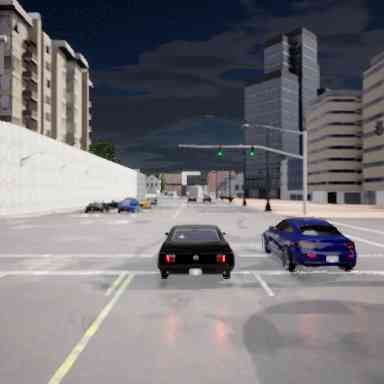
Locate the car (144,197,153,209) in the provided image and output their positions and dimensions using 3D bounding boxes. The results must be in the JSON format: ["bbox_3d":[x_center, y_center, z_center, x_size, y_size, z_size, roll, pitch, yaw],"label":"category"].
[{"bbox_3d":[-7.080,1.568,47.227,1.882,1.535,5.008,0,0,0],"label":"car"}]

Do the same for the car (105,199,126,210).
[{"bbox_3d":[-10.587,1.690,46.242,1.895,1.301,4.718,0,0,0],"label":"car"}]

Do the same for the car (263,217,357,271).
[{"bbox_3d":[3.597,1.546,10.816,1.812,1.442,4.674,0,0,0],"label":"car"}]

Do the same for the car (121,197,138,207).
[{"bbox_3d":[-10.549,1.613,56.394,1.837,1.490,4.892,0,0,1],"label":"car"}]

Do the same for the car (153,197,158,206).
[{"bbox_3d":[-7.039,1.602,57.664,2.128,1.511,4.902,0,0,1],"label":"car"}]

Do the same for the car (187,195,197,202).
[{"bbox_3d":[0.008,1.505,78.015,2.097,1.767,4.553,0,0,0],"label":"car"}]

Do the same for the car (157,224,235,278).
[{"bbox_3d":[0.096,1.620,10.150,1.895,1.301,4.718,0,0,0],"label":"car"}]

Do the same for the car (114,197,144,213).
[{"bbox_3d":[-7.088,1.550,37.769,1.882,1.535,5.008,0,0,0],"label":"car"}]

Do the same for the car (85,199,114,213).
[{"bbox_3d":[-10.588,1.636,37.483,1.994,1.385,4.181,0,0,0],"label":"car"}]

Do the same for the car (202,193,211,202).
[{"bbox_3d":[3.508,1.650,77.943,1.837,1.490,4.892,0,0,0],"label":"car"}]

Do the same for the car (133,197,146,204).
[{"bbox_3d":[-10.493,1.653,66.551,1.812,1.442,4.674,0,0,0],"label":"car"}]
